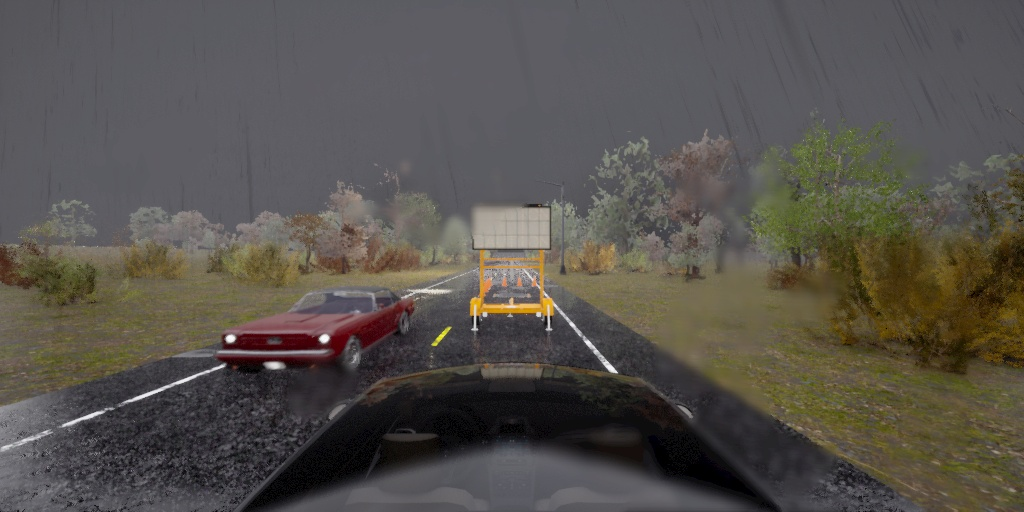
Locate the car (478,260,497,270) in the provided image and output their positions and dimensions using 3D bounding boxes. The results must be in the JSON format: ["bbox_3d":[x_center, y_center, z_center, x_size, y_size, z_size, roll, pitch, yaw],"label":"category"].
[{"bbox_3d":[-3.617,1.315,50.892,1.994,1.385,4.181,0,0,0],"label":"car"}]

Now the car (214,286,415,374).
[{"bbox_3d":[-3.601,1.350,7.643,1.895,1.301,4.718,0,0,0],"label":"car"}]

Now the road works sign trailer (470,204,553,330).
[{"bbox_3d":[-0.003,0.214,11.055,2.380,3.560,2.880,0,0,0],"label":"road works sign trailer"}]
